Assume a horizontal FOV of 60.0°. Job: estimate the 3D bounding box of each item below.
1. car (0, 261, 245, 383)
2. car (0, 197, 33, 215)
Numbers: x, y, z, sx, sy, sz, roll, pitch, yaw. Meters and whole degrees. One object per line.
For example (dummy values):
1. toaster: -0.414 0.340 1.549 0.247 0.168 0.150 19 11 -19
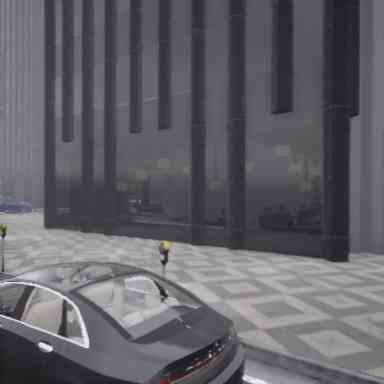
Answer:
1. car: -1.526 1.548 4.047 4.403 1.369 2.008 0 0 35
2. car: -19.981 1.491 35.365 2.150 2.045 5.566 0 -1 36
